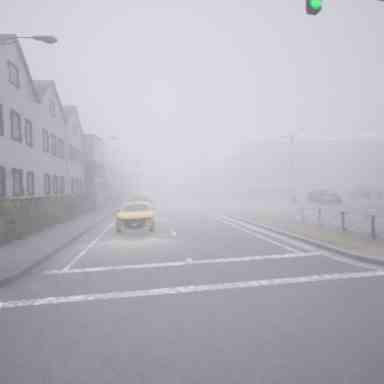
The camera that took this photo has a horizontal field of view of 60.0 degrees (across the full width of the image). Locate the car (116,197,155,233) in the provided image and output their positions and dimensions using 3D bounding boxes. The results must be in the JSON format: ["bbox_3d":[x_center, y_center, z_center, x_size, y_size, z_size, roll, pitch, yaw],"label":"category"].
[{"bbox_3d":[-3.105,1.277,18.478,1.882,1.535,5.008,-2,1,-7],"label":"car"}]

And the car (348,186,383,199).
[{"bbox_3d":[22.867,0.044,43.765,2.152,1.636,5.027,-2,1,-8],"label":"car"}]

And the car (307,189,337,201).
[{"bbox_3d":[16.556,0.340,42.588,1.970,1.475,3.806,-2,1,-8],"label":"car"}]

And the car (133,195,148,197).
[{"bbox_3d":[-4.415,1.093,28.420,2.097,1.767,4.553,-2,1,-7],"label":"car"}]

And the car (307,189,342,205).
[{"bbox_3d":[13.873,0.569,35.115,2.007,1.523,4.514,-2,1,-8],"label":"car"}]

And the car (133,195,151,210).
[{"bbox_3d":[-5.732,1.185,38.721,1.837,1.490,4.892,-2,1,-7],"label":"car"}]
